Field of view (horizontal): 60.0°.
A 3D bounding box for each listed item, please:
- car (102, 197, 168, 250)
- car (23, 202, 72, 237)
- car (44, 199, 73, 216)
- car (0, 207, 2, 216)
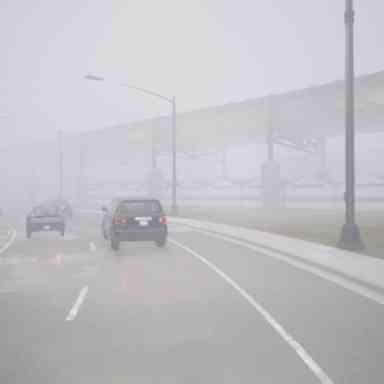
[{"bbox_3d":[-2.688,1.243,14.760,2.150,2.045,5.566,0,0,-20],"label":"car"},{"bbox_3d":[-8.264,1.540,18.612,2.128,1.511,4.902,0,0,-27],"label":"car"},{"bbox_3d":[-12.844,1.427,30.695,2.097,1.767,4.553,-1,0,-44],"label":"car"},{"bbox_3d":[-20.532,1.676,33.003,4.181,1.385,1.994,0,0,40],"label":"car"}]
